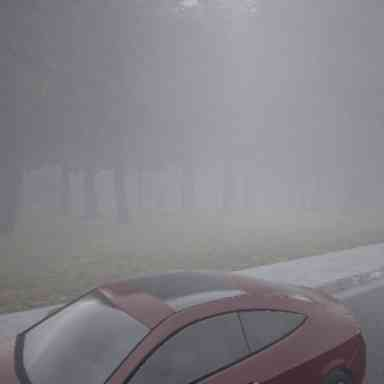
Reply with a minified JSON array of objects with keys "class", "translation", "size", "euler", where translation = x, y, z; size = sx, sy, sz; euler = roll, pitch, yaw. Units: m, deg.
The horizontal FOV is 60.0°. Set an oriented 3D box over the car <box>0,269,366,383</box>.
[{"class":"car","translation":[-0.349,1.516,2.820],"size":[4.674,1.442,1.812],"euler":[0,0,-35]}]
